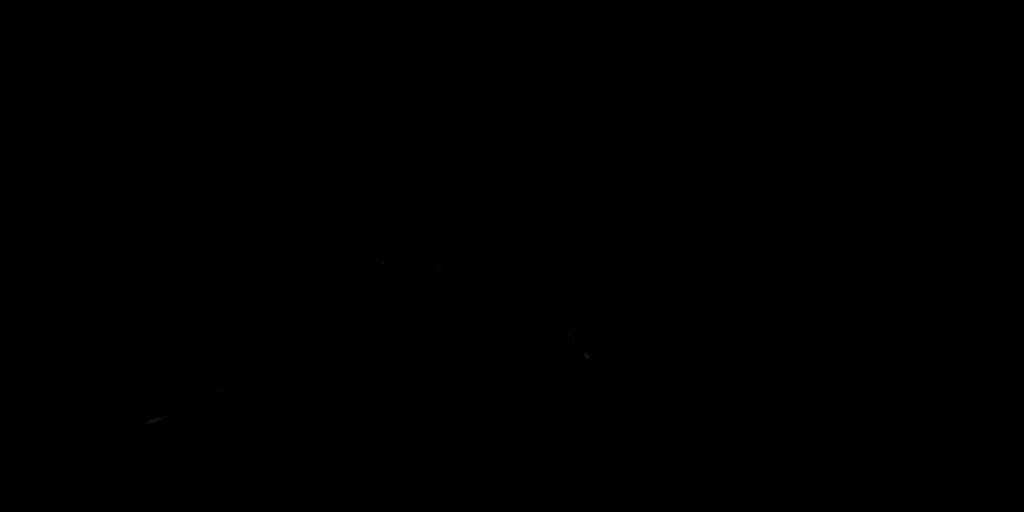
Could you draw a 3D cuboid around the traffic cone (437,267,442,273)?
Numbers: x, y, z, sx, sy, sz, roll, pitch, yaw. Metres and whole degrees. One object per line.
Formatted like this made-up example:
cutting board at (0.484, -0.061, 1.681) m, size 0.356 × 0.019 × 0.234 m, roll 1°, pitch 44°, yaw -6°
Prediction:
traffic cone at (-9.109, 1.829, 46.125) m, size 0.340 × 0.580 × 0.340 m, roll 0°, pitch 0°, yaw -13°
